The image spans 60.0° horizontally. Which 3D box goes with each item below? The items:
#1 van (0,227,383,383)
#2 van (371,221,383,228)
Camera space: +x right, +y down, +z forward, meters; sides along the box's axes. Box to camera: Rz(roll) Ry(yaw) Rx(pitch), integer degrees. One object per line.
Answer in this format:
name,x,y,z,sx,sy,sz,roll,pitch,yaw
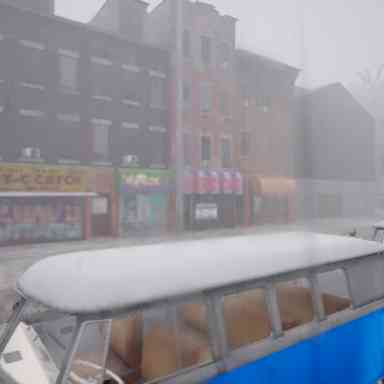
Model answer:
van,0.310,1.344,3.032,3.998,1.788,1.690,0,0,-35
van,4.759,1.352,6.204,3.998,1.788,1.690,0,0,-35
